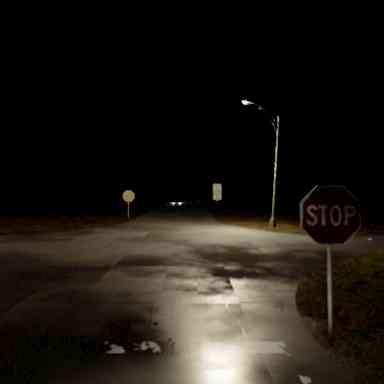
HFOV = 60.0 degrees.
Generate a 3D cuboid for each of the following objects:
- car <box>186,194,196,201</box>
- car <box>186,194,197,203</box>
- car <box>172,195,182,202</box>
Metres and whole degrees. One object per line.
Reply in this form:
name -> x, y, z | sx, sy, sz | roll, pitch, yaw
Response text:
car -> -0.186, 1.171, 71.513 | 1.994, 1.385, 4.181 | 0, 0, 0
car -> -0.160, 1.341, 61.459 | 1.994, 1.385, 4.181 | 0, 0, 0
car -> -2.921, 1.298, 65.665 | 2.033, 1.411, 5.357 | 0, 0, 0
